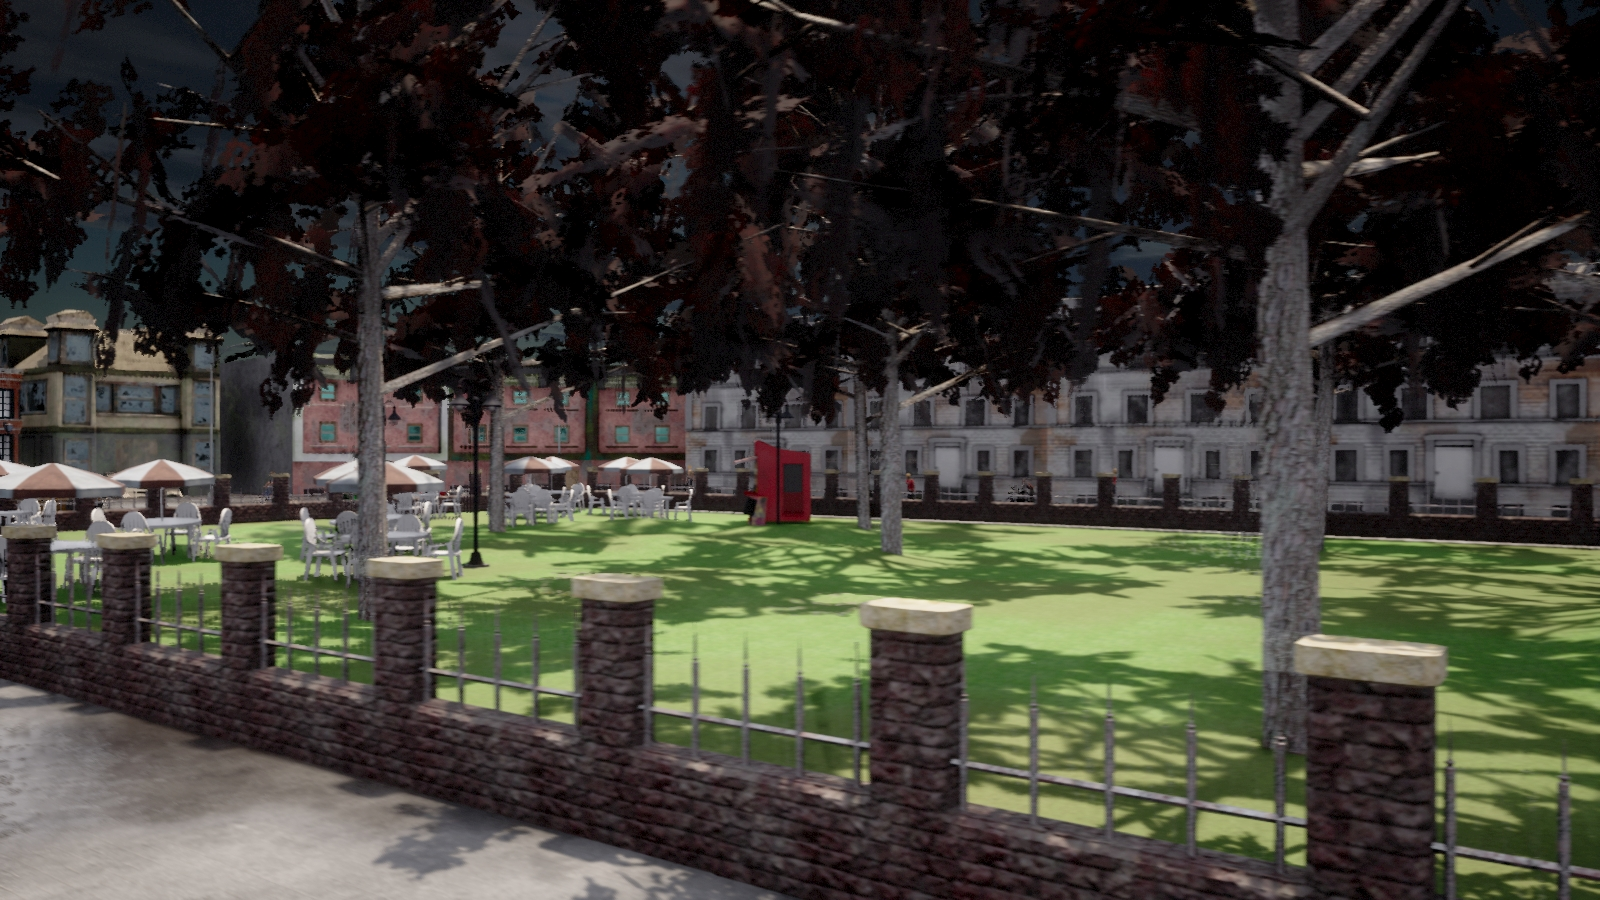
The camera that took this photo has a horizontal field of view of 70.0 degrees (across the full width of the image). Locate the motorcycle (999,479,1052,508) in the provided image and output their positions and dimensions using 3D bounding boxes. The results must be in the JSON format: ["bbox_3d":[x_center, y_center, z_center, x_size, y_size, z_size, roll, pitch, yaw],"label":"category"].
[{"bbox_3d":[10.346,1.985,52.409,2.209,1.251,0.867,0,0,35],"label":"motorcycle"}]

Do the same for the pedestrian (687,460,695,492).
[{"bbox_3d":[-6.376,1.524,66.717,0.375,1.860,0.375,0,0,19],"label":"pedestrian"}]

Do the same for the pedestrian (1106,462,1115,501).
[{"bbox_3d":[14.920,1.524,54.865,0.375,1.860,0.375,0,0,21],"label":"pedestrian"}]

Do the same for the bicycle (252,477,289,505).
[{"bbox_3d":[-25.125,1.936,54.221,0.373,1.296,1.643,0,1,35],"label":"bicycle"}]

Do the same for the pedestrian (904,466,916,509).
[{"bbox_3d":[4.842,1.628,50.222,0.375,1.860,0.375,0,0,40],"label":"pedestrian"}]
